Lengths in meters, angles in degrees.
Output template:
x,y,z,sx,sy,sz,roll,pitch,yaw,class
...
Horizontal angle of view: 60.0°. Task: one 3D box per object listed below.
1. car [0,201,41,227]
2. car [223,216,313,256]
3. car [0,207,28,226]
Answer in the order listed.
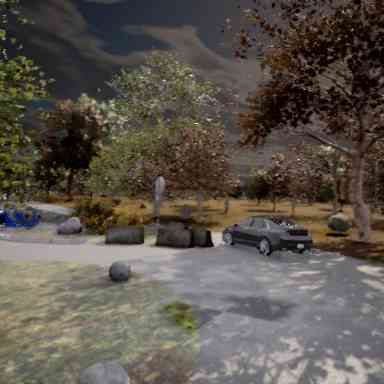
x,y,z,sx,sy,sz,roll,pitch,yaw,class
-14.783,1.774,26.337,2.435,2.045,5.566,0,-3,25,car
3.151,1.854,14.841,1.837,1.490,4.892,3,-2,-24,car
-16.938,2.071,28.424,2.231,1.521,4.892,1,-3,25,car
